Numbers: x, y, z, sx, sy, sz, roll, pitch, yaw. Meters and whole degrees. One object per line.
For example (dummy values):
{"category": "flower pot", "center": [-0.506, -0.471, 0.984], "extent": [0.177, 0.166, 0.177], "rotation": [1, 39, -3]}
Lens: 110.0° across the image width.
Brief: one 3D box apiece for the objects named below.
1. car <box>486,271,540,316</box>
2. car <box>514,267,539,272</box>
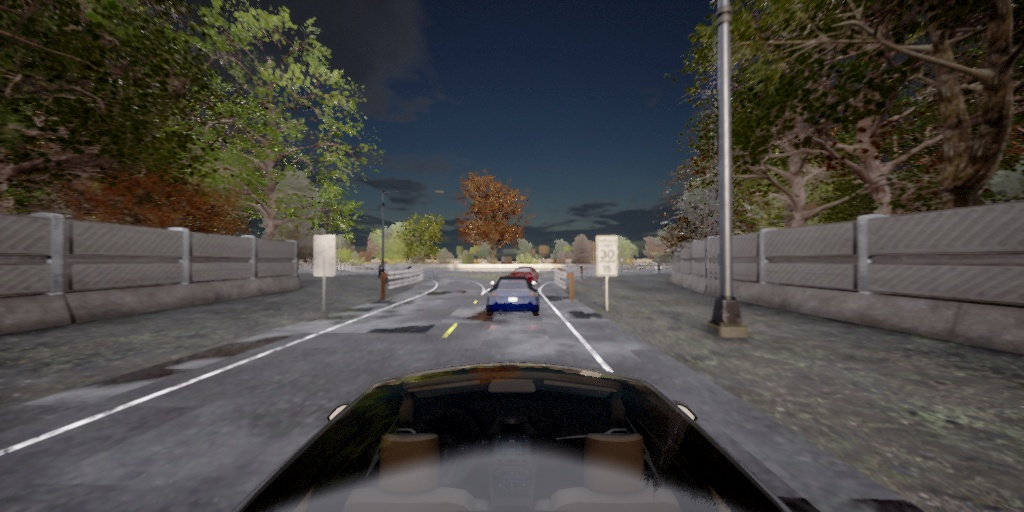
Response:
{"category": "car", "center": [0.047, 1.489, 14.381], "extent": [1.994, 1.385, 4.181], "rotation": [0, -1, 0]}
{"category": "car", "center": [1.175, 1.618, 30.028], "extent": [1.882, 1.535, 5.008], "rotation": [0, 0, 12]}
